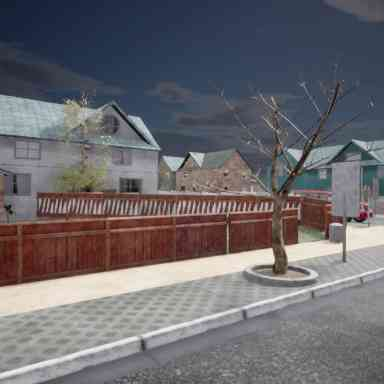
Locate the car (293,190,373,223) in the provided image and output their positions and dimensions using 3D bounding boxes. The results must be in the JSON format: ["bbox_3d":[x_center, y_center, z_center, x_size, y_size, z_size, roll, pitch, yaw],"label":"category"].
[{"bbox_3d":[9.387,0.941,22.998,2.150,2.045,5.566,1,1,-36],"label":"car"}]
